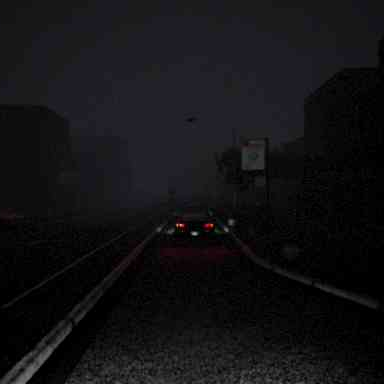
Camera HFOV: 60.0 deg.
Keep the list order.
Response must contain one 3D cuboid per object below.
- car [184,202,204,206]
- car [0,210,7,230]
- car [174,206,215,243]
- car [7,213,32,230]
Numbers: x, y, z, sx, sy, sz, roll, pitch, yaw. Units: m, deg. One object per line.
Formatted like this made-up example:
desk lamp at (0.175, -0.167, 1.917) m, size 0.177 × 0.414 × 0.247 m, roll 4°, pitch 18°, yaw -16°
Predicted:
car at (0.192, 1.711, 32.434) m, size 1.882 × 1.535 × 5.008 m, roll 0°, pitch -1°, yaw 0°
car at (-13.295, 1.609, 18.420) m, size 4.674 × 1.452 × 2.002 m, roll 0°, pitch 0°, yaw -1°
car at (0.131, 1.577, 16.115) m, size 1.812 × 1.442 × 4.674 m, roll 0°, pitch -1°, yaw 0°
car at (-13.133, 1.589, 21.179) m, size 5.366 × 1.575 × 1.946 m, roll 0°, pitch -1°, yaw -1°
